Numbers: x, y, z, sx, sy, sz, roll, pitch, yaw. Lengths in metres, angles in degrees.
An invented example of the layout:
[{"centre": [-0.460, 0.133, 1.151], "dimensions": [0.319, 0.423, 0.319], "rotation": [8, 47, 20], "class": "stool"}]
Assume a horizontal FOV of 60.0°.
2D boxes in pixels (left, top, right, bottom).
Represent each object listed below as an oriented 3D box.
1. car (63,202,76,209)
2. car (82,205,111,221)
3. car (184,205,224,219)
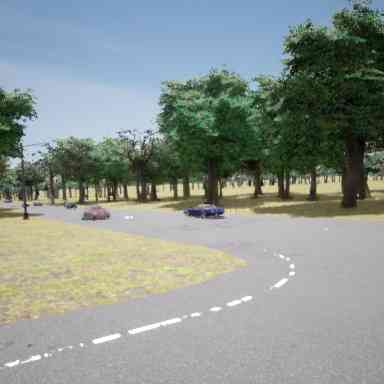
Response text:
[{"centre": [-27.157, 2.993, 73.567], "dimensions": [1.837, 1.490, 4.892], "rotation": [-4, 1, -36], "class": "car"}, {"centre": [-11.377, 2.393, 39.378], "dimensions": [2.097, 1.767, 4.553], "rotation": [-4, 1, -36], "class": "car"}, {"centre": [1.097, 1.954, 33.998], "dimensions": [1.895, 1.301, 4.718], "rotation": [-4, 1, -35], "class": "car"}]
